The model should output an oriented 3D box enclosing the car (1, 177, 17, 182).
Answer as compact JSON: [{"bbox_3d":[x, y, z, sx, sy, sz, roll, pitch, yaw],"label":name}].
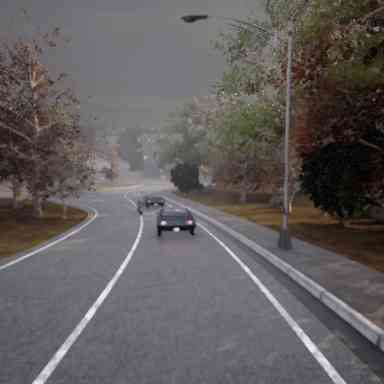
[{"bbox_3d":[-41.082,-3.140,76.333,2.097,1.767,4.553,3,5,29],"label":"car"}]

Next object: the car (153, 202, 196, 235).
[{"bbox_3d":[-0.982,1.435,17.785,1.895,1.301,4.718,-1,1,-7],"label":"car"}]

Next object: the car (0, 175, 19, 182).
[{"bbox_3d":[-43.784,-3.119,78.168,2.033,1.411,5.357,3,5,29],"label":"car"}]

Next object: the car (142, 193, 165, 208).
[{"bbox_3d":[-4.032,0.793,34.331,1.895,1.301,4.718,-1,4,-14],"label":"car"}]
